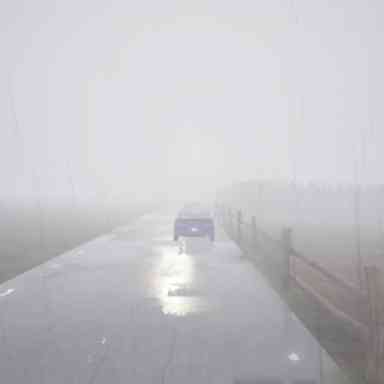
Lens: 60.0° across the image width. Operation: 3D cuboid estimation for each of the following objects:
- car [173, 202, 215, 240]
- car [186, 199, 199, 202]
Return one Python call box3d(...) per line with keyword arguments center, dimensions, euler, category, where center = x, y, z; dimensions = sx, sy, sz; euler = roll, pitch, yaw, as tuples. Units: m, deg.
box3d(center=(0.097, 1.475, 16.877), dimensions=(1.882, 1.535, 5.008), euler=(0, 0, 0), category="car")
box3d(center=(0.097, 1.562, 37.271), dimensions=(2.128, 1.511, 4.902), euler=(0, 0, 0), category="car")
